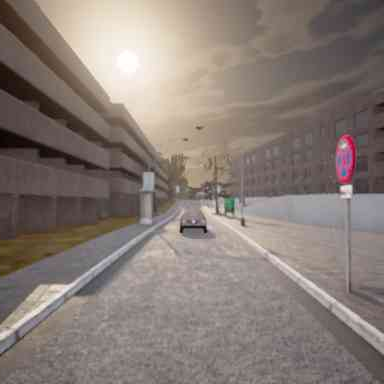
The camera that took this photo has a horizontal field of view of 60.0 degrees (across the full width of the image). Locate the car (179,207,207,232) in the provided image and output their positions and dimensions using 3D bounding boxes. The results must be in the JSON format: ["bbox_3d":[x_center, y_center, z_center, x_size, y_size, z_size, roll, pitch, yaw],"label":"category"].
[{"bbox_3d":[0.089,1.982,23.241,2.033,1.411,5.357,0,-2,0],"label":"car"}]
